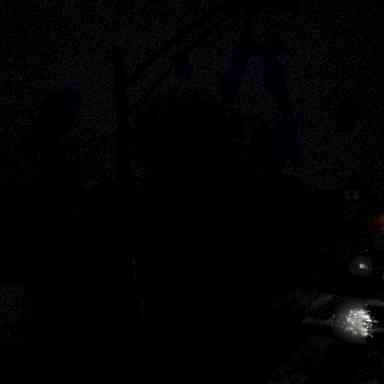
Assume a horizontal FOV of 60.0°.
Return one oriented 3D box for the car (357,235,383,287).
[{"bbox_3d":[6.804,2.113,10.820,1.812,1.442,4.674,-8,-7,40],"label":"car"}]
